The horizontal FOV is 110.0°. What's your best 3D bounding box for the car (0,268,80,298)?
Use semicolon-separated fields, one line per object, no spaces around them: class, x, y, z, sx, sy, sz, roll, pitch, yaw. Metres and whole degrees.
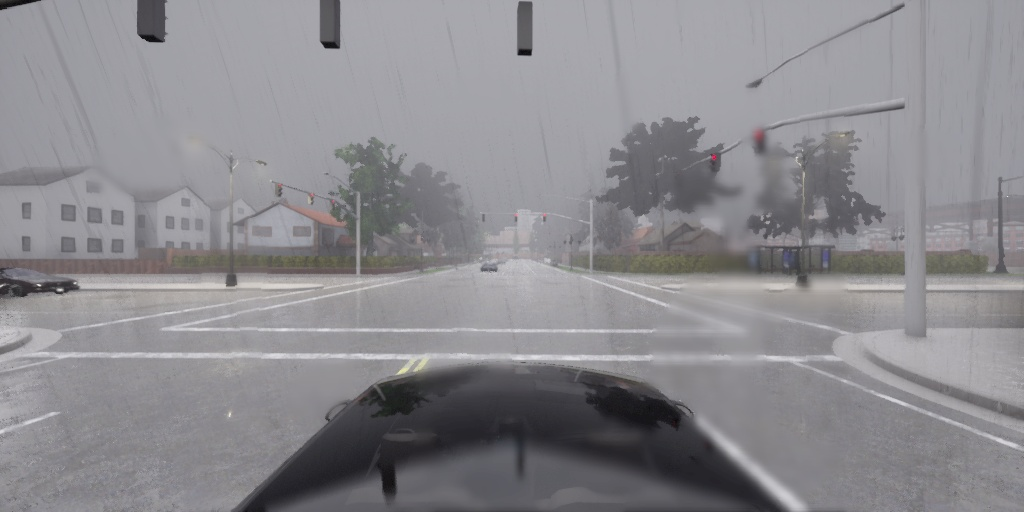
car;-25.067;1.295;17.862;5.357;1.411;2.033;0;0;2

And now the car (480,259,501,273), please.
car;-2.716;1.370;43.540;1.994;1.385;4.181;0;1;0
